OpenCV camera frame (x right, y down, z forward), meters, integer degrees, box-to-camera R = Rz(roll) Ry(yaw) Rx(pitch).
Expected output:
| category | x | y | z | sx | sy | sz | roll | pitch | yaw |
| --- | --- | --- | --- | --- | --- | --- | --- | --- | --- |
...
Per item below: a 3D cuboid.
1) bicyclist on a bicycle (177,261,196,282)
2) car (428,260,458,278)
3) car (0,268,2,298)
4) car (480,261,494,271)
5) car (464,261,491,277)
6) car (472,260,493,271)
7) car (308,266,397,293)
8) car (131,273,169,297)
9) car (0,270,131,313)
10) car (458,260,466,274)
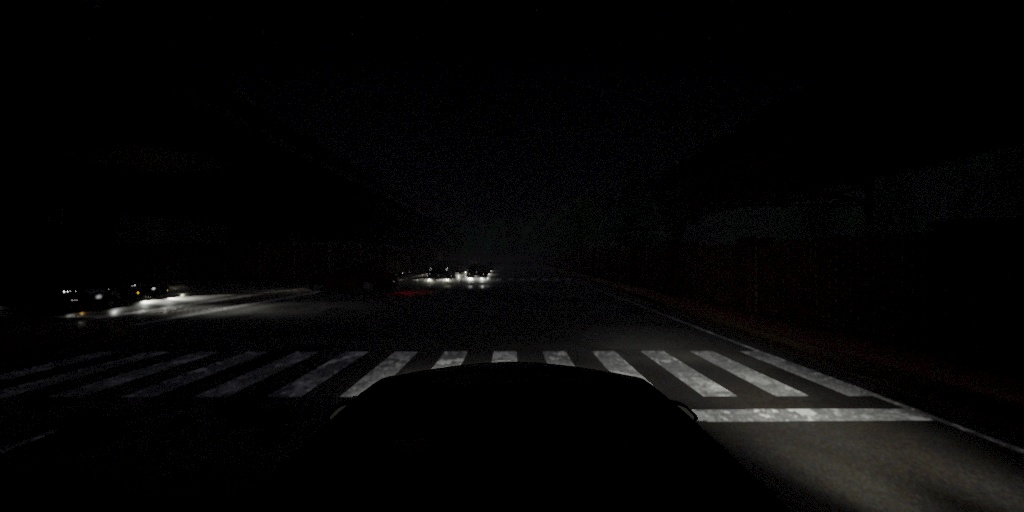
| category | x | y | z | sx | sy | sz | roll | pitch | yaw |
| --- | --- | --- | --- | --- | --- | --- | --- | --- | --- |
| bicyclist on a bicycle | -25.515 | 1.186 | 28.144 | 0.582 | 1.620 | 1.656 | 0 | 0 | -1 |
| car | -7.100 | 1.279 | 36.530 | 2.097 | 1.767 | 4.553 | 0 | 0 | -1 |
| car | -28.143 | 1.334 | 17.129 | 4.892 | 1.490 | 1.837 | 0 | 0 | -1 |
| car | -3.956 | 1.580 | 57.449 | 2.033 | 1.411 | 5.357 | 0 | 0 | -1 |
| car | -3.630 | 1.500 | 38.289 | 1.994 | 1.385 | 4.181 | 0 | 0 | -1 |
| car | -3.791 | 1.505 | 46.822 | 1.812 | 1.442 | 4.674 | 0 | 0 | -1 |
| car | -9.348 | 1.327 | 21.117 | 5.008 | 1.535 | 1.882 | 0 | -1 | 6 |
| car | -19.237 | 1.393 | 17.234 | 4.181 | 1.385 | 1.994 | 0 | 0 | -1 |
| car | -18.321 | 1.303 | 13.745 | 4.902 | 1.511 | 2.128 | 0 | 0 | -1 |
| car | -7.266 | 1.323 | 45.265 | 2.097 | 1.767 | 4.553 | 0 | 0 | -1 |
